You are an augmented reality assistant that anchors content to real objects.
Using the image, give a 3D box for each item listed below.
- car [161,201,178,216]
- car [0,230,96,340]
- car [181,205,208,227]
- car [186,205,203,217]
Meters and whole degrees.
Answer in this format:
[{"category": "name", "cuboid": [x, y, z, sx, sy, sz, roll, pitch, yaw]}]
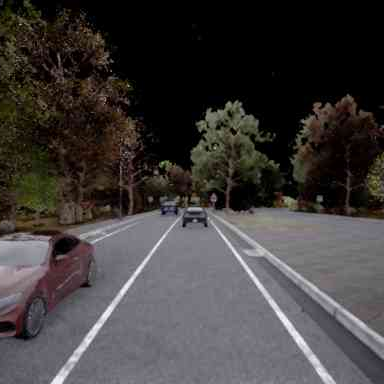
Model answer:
[{"category": "car", "cuboid": [-3.108, 2.269, 47.455, 2.150, 2.045, 5.566, 0, -2, 0]}, {"category": "car", "cuboid": [-3.319, 1.568, 6.733, 1.812, 1.442, 4.674, 0, 0, 0]}, {"category": "car", "cuboid": [0.226, 1.873, 26.138, 1.837, 1.490, 4.892, 0, -2, 0]}, {"category": "car", "cuboid": [0.308, 2.384, 42.978, 2.128, 1.511, 4.902, 0, -2, 0]}]
